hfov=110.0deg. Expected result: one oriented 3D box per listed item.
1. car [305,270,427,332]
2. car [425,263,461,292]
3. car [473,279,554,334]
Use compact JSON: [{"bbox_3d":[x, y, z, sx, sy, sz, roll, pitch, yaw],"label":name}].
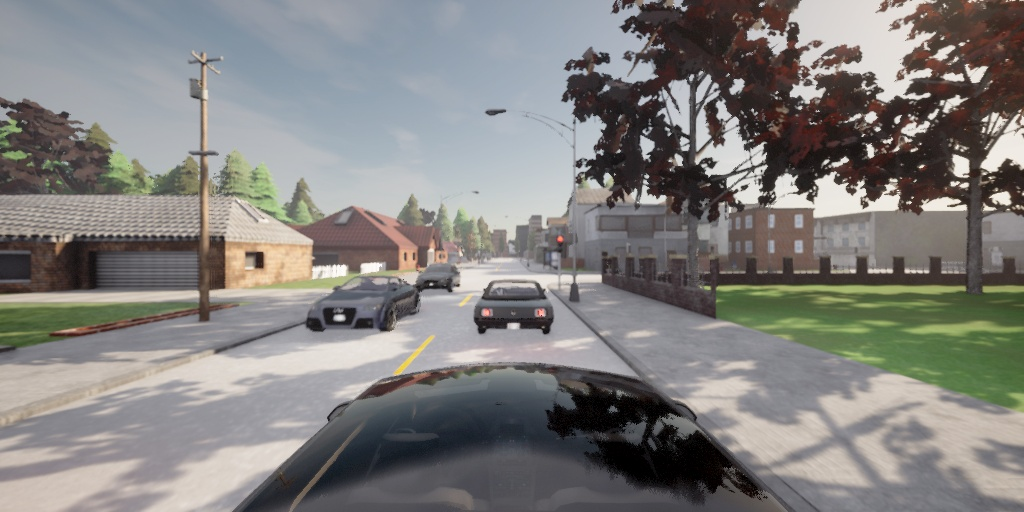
[{"bbox_3d":[-4.090,1.271,10.515,1.994,1.385,4.181,0,0,0],"label":"car"},{"bbox_3d":[-4.028,1.162,20.299,1.837,1.490,4.892,0,0,0],"label":"car"},{"bbox_3d":[0.070,1.307,10.407,1.895,1.301,4.718,0,0,1],"label":"car"}]
